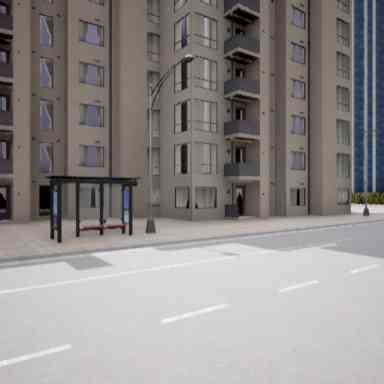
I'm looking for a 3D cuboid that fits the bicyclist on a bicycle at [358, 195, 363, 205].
[{"bbox_3d":[27.668,1.274,54.648,1.656,1.620,0.582,0,0,-35],"label":"bicyclist on a bicycle"}]
